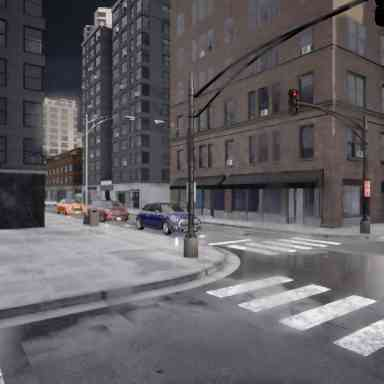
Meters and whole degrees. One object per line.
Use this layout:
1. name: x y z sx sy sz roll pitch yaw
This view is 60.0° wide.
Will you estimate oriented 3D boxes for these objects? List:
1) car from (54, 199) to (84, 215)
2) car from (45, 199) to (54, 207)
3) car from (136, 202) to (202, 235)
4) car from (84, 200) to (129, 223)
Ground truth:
1. car: -12.935 1.507 35.637 2.097 1.767 4.553 0 0 -35
2. car: -24.761 1.863 57.213 1.895 1.301 4.718 0 0 -35
3. car: -1.447 1.420 19.504 2.097 1.767 4.553 0 0 -38
4. car: -6.844 1.461 27.067 2.097 1.767 4.553 0 0 -35
